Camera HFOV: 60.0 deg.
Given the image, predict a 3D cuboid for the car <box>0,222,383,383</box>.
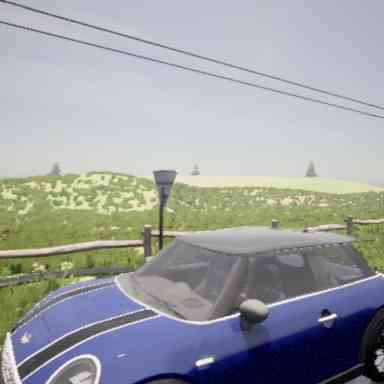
[{"bbox_3d":[0.355,1.279,3.847,4.553,1.767,2.097,1,1,-32],"label":"car"}]
